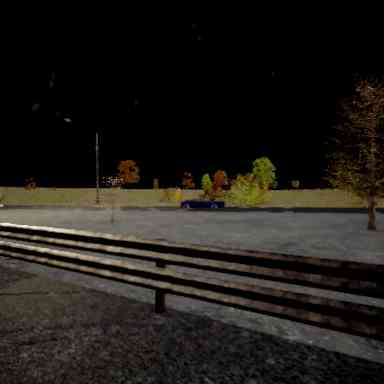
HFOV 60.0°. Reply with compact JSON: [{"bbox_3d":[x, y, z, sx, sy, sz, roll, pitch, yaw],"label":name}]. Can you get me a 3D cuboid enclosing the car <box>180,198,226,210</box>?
[{"bbox_3d":[1.144,1.240,35.101,4.718,1.301,1.895,0,0,13],"label":"car"}]
